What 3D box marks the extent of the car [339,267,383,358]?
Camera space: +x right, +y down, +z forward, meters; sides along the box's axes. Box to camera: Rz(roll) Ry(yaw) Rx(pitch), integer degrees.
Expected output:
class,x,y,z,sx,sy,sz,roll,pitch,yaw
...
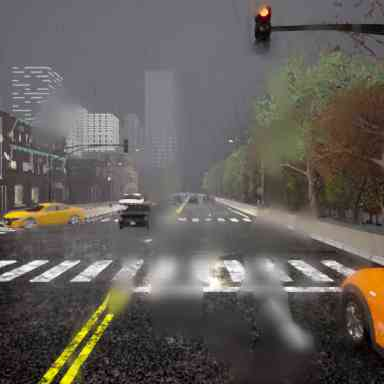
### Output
class,x,y,z,sx,sy,sz,roll,pitch,yaw
car,3.359,1.351,3.399,2.097,1.767,4.553,0,0,0

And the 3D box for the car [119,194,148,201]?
class,x,y,z,sx,sy,sz,roll,pitch,yaw
car,-6.516,1.211,35.904,2.150,2.045,5.566,0,0,0

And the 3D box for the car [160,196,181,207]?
class,x,y,z,sx,sy,sz,roll,pitch,yaw
car,-3.232,1.474,50.224,2.128,1.511,4.902,0,0,-1

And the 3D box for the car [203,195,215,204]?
class,x,y,z,sx,sy,sz,roll,pitch,yaw
car,3.500,1.467,64.714,2.128,1.511,4.902,0,0,0

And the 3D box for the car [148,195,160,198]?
class,x,y,z,sx,sy,sz,roll,pitch,yaw
car,-6.470,1.334,51.657,2.097,1.767,4.553,0,0,0

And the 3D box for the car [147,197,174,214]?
class,x,y,z,sx,sy,sz,roll,pitch,yaw
car,-3.264,1.552,35.170,1.994,1.385,4.181,0,0,0

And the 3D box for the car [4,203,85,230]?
class,x,y,z,sx,sy,sz,roll,pitch,yaw
car,-9.418,1.492,21.612,1.882,1.535,5.008,1,1,37

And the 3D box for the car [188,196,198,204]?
class,x,y,z,sx,sy,sz,roll,pitch,yaw
car,0.251,1.523,64.439,2.033,1.411,5.357,0,0,1

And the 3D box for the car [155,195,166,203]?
class,x,y,z,sx,sy,sz,roll,pitch,yaw
car,-6.354,1.452,67.772,1.882,1.535,5.008,0,0,0

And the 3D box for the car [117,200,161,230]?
class,x,y,z,sx,sy,sz,roll,pitch,yaw
car,-3.302,1.472,21.064,1.882,1.535,5.008,0,0,0

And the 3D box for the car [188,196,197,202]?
class,x,y,z,sx,sy,sz,roll,pitch,yaw
car,0.180,1.565,74.932,1.895,1.301,4.718,0,0,0

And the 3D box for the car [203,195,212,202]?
class,x,y,z,sx,sy,sz,roll,pitch,yaw
car,3.430,1.447,74.879,1.882,1.535,5.008,0,0,0
